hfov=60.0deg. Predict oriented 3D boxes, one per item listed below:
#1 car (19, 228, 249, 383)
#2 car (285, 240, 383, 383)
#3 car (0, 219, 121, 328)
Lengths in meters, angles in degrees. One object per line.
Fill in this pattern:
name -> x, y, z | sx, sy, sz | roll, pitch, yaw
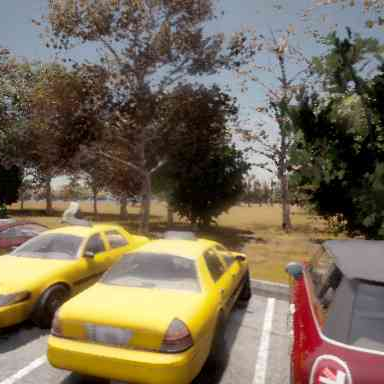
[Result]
car -> -0.122, 1.460, 5.838 | 1.946, 1.575, 5.366 | 0, 0, 16
car -> 2.212, 1.357, 3.888 | 2.185, 1.767, 4.553 | 0, 0, 16
car -> -2.607, 1.434, 7.236 | 1.946, 1.575, 5.366 | 1, 0, 17
